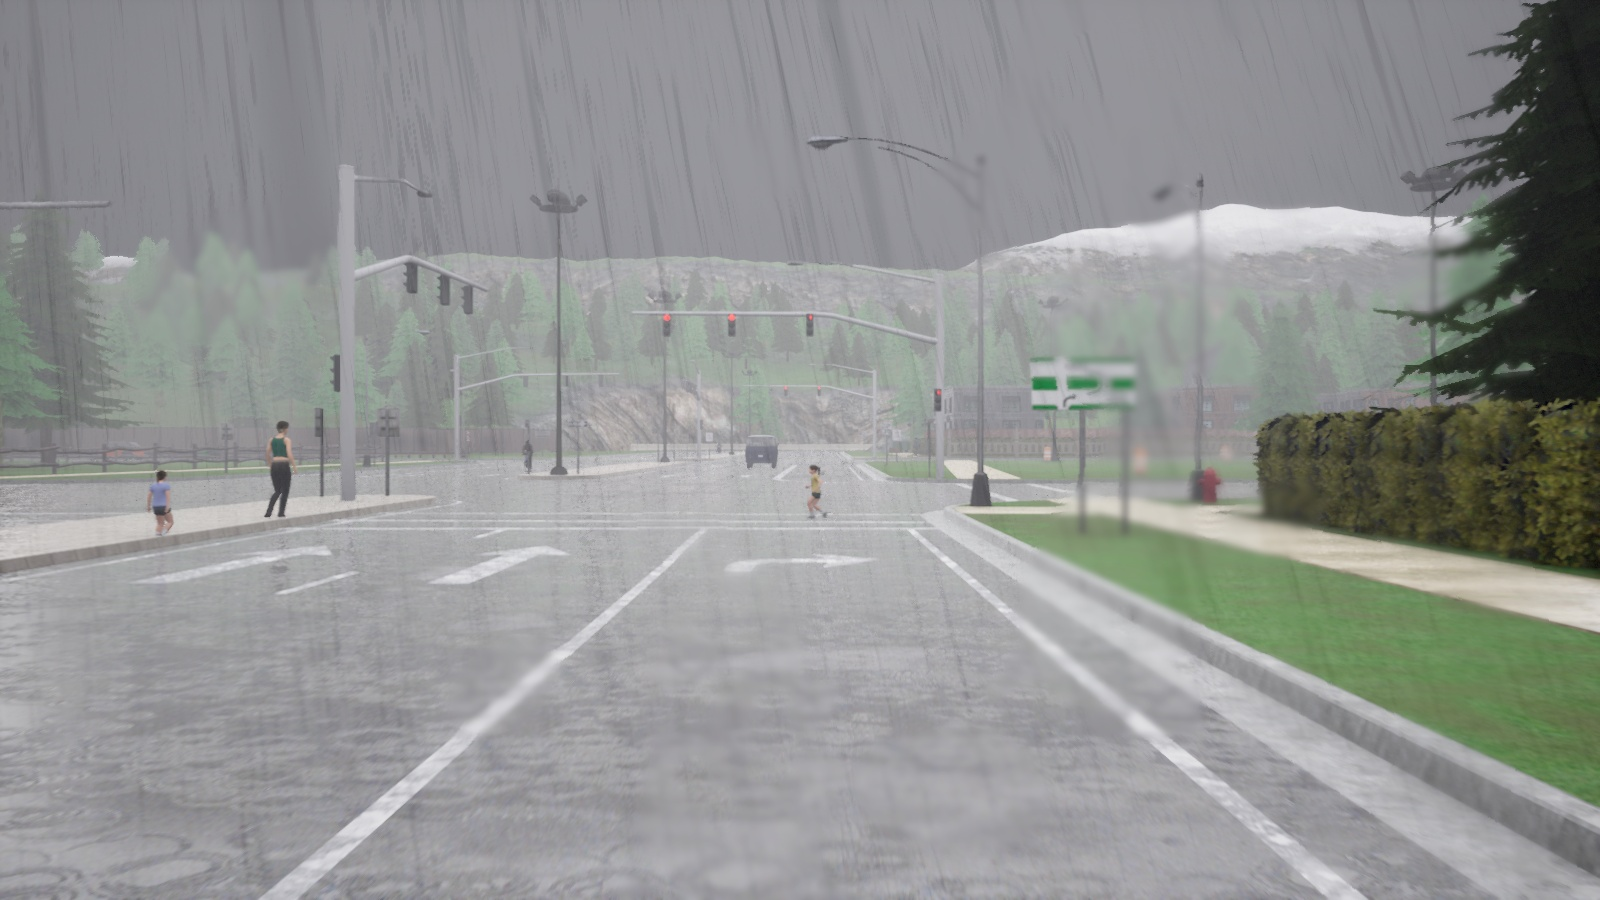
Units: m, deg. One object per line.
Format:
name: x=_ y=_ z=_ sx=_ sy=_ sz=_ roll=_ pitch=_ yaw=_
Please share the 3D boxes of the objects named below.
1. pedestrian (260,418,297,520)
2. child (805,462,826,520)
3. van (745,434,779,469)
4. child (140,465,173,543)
pedestrian: x=-9.439 y=0.339 z=22.753 sx=0.345 sy=1.836 sz=0.594 roll=0 pitch=0 yaw=12
child: x=0.300 y=0.779 z=24.227 sx=0.394 sy=1.110 sz=0.255 roll=0 pitch=0 yaw=0
van: x=-2.253 y=0.074 z=74.984 sx=1.775 sy=1.987 sz=4.442 roll=0 pitch=0 yaw=1
child: x=-9.320 y=0.776 z=18.200 sx=0.255 sy=1.110 sz=0.394 roll=0 pitch=0 yaw=4
